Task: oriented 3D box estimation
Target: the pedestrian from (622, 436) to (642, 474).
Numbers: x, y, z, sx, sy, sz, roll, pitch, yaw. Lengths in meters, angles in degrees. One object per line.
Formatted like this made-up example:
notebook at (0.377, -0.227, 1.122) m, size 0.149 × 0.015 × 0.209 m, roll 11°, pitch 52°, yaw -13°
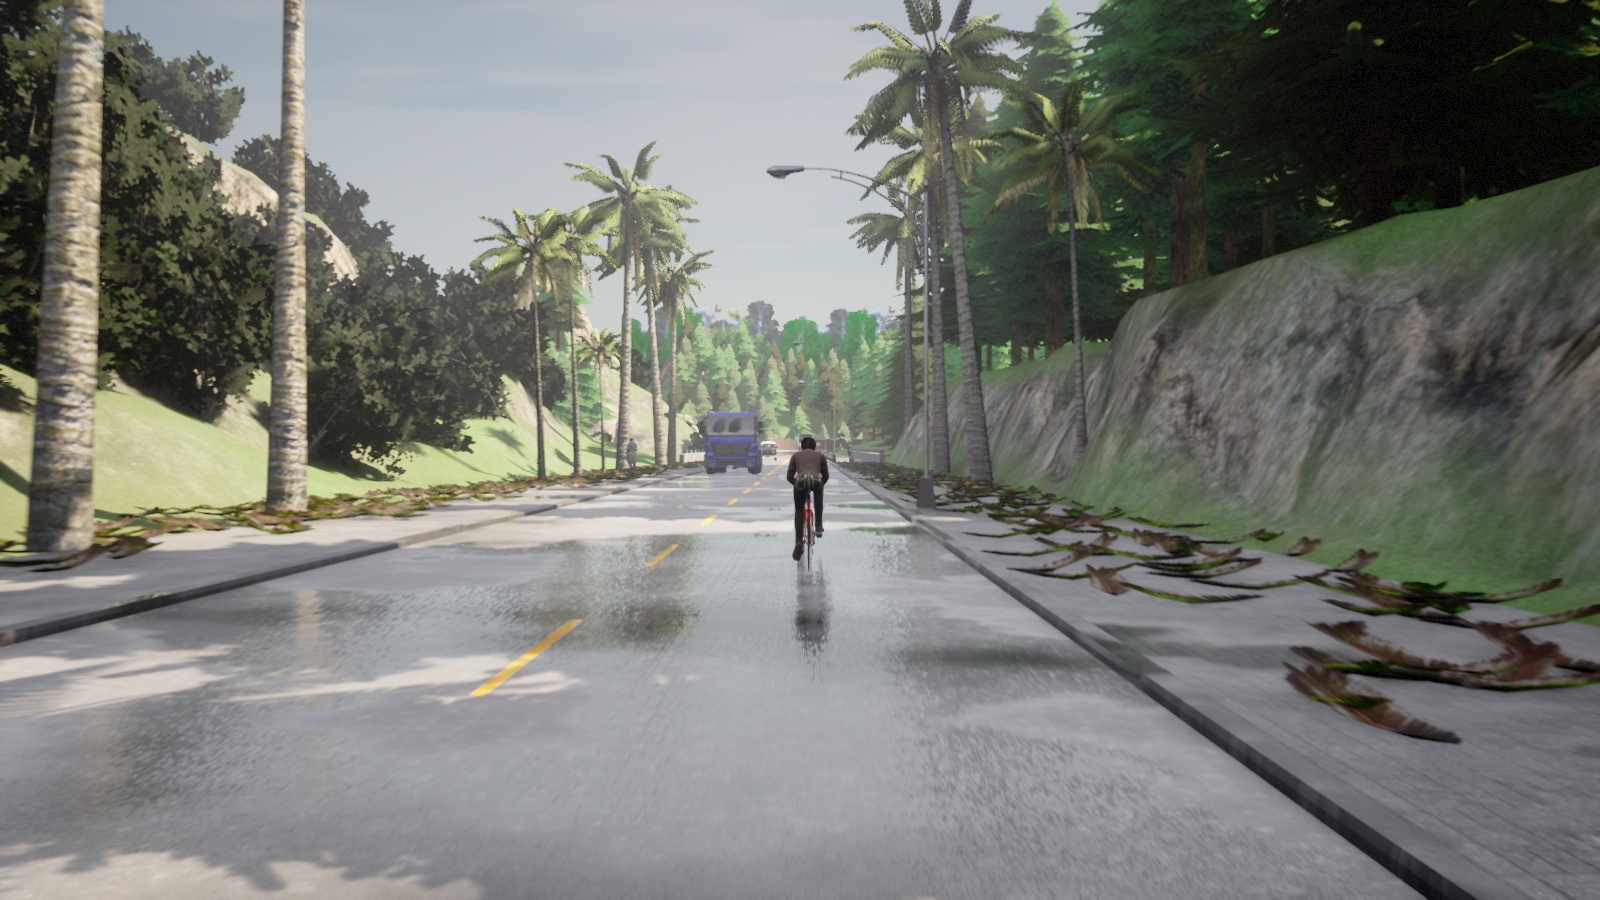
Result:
pedestrian at (-8.776, 0.244, 65.422) m, size 0.659 × 1.952 × 0.873 m, roll 0°, pitch 0°, yaw -41°

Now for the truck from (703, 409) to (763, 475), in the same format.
truck at (-3.623, -0.426, 69.512) m, size 2.891 × 3.462 × 7.936 m, roll 0°, pitch 0°, yaw 0°

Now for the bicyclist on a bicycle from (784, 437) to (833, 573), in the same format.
bicyclist on a bicycle at (0.108, 0.657, 15.824) m, size 0.582 × 1.620 × 1.656 m, roll 0°, pitch 0°, yaw 0°
